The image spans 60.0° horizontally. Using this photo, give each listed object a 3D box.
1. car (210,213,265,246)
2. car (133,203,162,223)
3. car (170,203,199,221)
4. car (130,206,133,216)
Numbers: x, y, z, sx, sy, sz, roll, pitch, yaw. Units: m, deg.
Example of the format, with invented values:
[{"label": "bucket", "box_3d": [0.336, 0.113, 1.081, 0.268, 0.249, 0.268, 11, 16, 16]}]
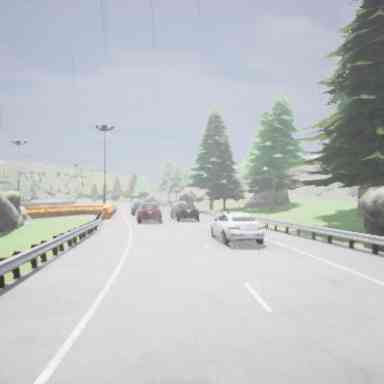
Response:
[{"label": "car", "box_3d": [2.170, 1.747, 16.606, 1.812, 1.442, 4.674, 0, -1, -8]}, {"label": "car", "box_3d": [-3.934, 1.771, 29.910, 2.097, 1.767, 4.553, 0, -1, -12]}, {"label": "car", "box_3d": [-0.765, 1.787, 31.746, 2.097, 1.767, 4.553, 0, -1, -13]}, {"label": "car", "box_3d": [-6.569, 2.087, 41.220, 1.837, 1.490, 4.892, 0, 0, -14]}]
